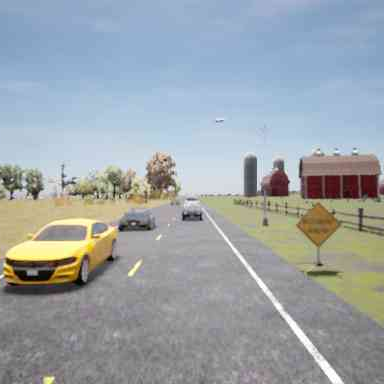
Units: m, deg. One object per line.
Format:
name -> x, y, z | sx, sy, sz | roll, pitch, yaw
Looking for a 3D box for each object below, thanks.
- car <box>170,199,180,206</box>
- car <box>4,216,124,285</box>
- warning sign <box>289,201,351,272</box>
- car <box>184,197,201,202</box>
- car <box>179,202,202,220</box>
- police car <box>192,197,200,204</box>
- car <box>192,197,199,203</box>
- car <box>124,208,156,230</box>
car -> -3.492, 2.163, 69.700 | 1.994, 1.385, 4.181 | 0, 0, 0
car -> -3.591, 1.573, 9.995 | 1.882, 1.535, 5.008 | 0, -1, 0
warning sign -> 3.544, 1.204, 9.354 | 1.300, 1.860, 1.060 | 0, -1, 0
car -> 0.046, 1.628, 45.079 | 2.150, 2.045, 5.566 | 0, -1, 1
car -> 0.010, 1.891, 31.510 | 1.895, 1.301, 4.718 | 0, 0, 0
police car -> 1.059, 2.154, 84.452 | 1.930, 1.638, 5.238 | 0, 0, 0
car -> 1.060, 2.283, 94.342 | 1.882, 1.535, 5.008 | 0, 0, 0
car -> -3.585, 1.772, 22.392 | 1.994, 1.385, 4.181 | 0, -1, 0
